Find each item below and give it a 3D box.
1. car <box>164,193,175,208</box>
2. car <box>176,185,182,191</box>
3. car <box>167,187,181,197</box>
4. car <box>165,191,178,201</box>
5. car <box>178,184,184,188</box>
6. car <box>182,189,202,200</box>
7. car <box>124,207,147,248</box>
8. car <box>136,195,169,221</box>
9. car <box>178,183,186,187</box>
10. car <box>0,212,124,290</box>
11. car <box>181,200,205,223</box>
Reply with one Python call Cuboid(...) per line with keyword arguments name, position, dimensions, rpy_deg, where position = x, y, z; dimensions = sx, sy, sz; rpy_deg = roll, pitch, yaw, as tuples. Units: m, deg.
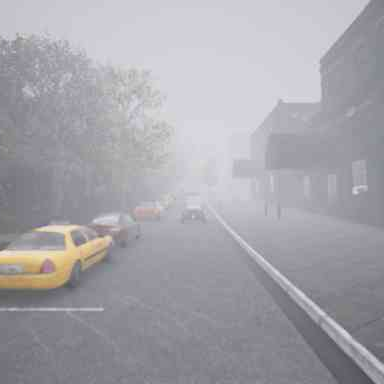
Cuboid(name="car", position=(-3.622, 1.297, 39.914), dimensions=(1.946, 1.575, 5.366), rpy_deg=(1, 2, 2))
Cuboid(name="car", position=(-3.641, 0.200, 62.335), dimensions=(2.185, 1.767, 4.553), rpy_deg=(0, 3, 2))
Cuboid(name="car", position=(-3.642, 0.476, 56.771), dimensions=(2.185, 1.767, 4.553), rpy_deg=(0, 3, 2))
Cuboid(name="car", position=(-3.624, 1.113, 45.651), dimensions=(2.231, 1.521, 4.892), rpy_deg=(1, 3, 2))
Cuboid(name="car", position=(-3.628, -0.527, 79.250), dimensions=(1.946, 1.575, 5.366), rpy_deg=(0, 3, 2))
Cuboid(name="car", position=(0.110, 0.873, 45.175), dimensions=(2.150, 2.045, 5.566), rpy_deg=(0, 2, 0))
Cuboid(name="car", position=(-3.648, 1.674, 15.633), dimensions=(2.002, 1.452, 4.674), rpy_deg=(0, 0, 2))
Cuboid(name="car", position=(-3.622, 1.438, 28.893), dimensions=(2.185, 1.767, 4.553), rpy_deg=(2, 1, 2))
Cuboid(name="car", position=(-3.631, -1.052, 90.223), dimensions=(2.163, 1.488, 4.792), rpy_deg=(0, 3, 2))
Cuboid(name="car", position=(-3.642, 1.579, 9.497), dimensions=(1.946, 1.575, 5.366), rpy_deg=(0, 0, 2))
Cuboid(name="car", position=(0.106, 1.633, 27.024), dimensions=(1.812, 1.442, 4.674), rpy_deg=(0, 1, 0))
